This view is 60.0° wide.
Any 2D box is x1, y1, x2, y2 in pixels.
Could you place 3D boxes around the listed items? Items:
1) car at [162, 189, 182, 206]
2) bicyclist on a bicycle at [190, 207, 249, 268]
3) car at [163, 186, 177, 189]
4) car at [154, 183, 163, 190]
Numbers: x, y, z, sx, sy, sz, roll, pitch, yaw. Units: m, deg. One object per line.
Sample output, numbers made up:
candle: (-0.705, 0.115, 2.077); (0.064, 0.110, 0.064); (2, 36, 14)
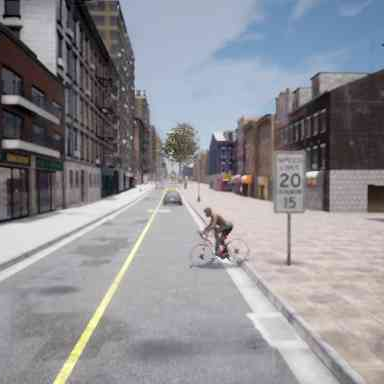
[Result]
car: (-2.064, 0.661, 35.717); (1.994, 1.385, 4.181); (0, 2, -2)
bicyclist on a bicycle: (0.684, 1.213, 9.030); (1.656, 1.620, 0.582); (-8, 2, -3)
car: (-2.853, 0.055, 48.391); (1.882, 1.535, 5.008); (0, 2, -3)
car: (-7.197, -1.256, 73.281); (1.812, 1.442, 4.674); (0, 3, -4)
